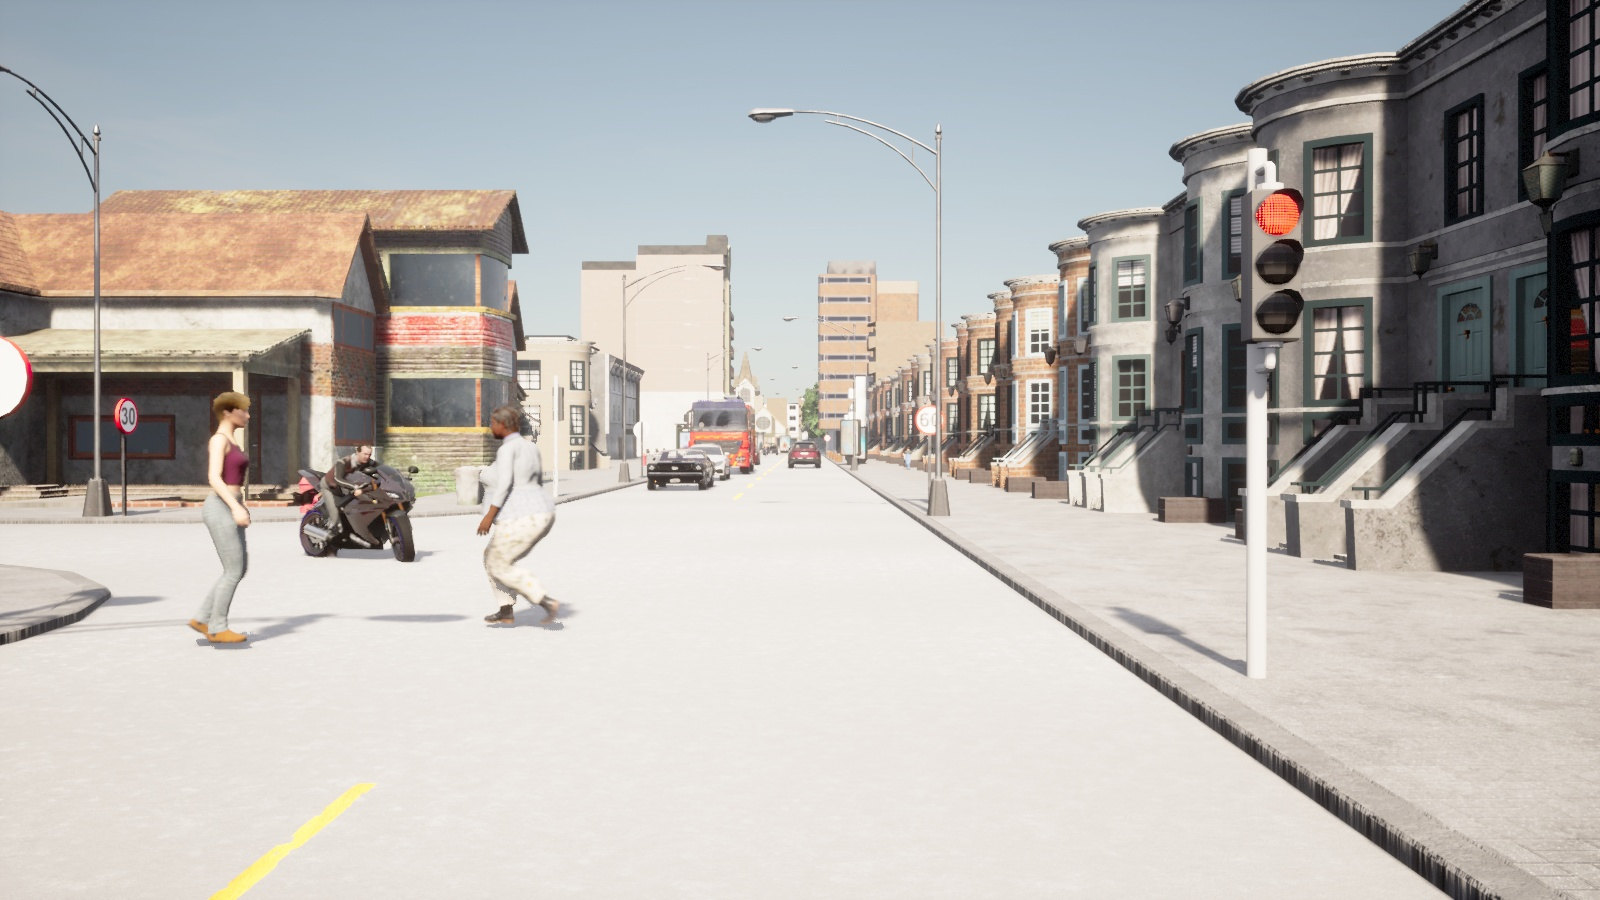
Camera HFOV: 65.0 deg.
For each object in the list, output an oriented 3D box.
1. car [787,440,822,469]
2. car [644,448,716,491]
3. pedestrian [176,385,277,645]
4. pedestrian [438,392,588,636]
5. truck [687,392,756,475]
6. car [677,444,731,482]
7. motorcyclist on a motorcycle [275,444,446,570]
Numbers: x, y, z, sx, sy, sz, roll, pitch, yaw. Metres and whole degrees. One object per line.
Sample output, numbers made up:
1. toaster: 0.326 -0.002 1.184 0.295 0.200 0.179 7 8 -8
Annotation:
1. car: 0.272 0.250 75.651 2.033 1.649 4.856 0 0 0
2. car: -3.852 0.612 41.032 1.895 1.301 4.718 0 0 0
3. pedestrian: -4.147 0.458 9.098 0.594 1.836 0.345 0 0 -11
4. pedestrian: -2.269 0.483 10.025 0.900 1.855 0.874 0 0 9
5. truck: -3.776 -0.773 62.368 2.891 3.827 8.468 0 0 0
6. car: -3.820 0.482 50.824 1.812 1.442 4.674 0 0 0
7. motorcyclist on a motorcycle: -5.654 0.686 16.128 2.191 1.530 0.866 0 0 31
